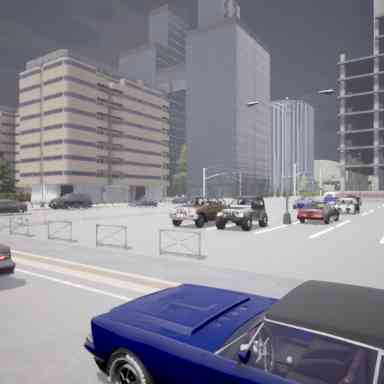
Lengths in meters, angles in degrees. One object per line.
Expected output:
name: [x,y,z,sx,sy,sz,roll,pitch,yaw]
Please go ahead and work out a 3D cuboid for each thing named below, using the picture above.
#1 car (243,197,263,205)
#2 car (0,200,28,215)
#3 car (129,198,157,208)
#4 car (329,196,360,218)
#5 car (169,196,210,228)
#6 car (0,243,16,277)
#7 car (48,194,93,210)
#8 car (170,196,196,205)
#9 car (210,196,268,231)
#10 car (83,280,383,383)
car: [11.338,1.600,61.962,1.895,1.301,4.718,0,0,35]
car: [-18.001,1.504,31.158,1.837,1.490,4.892,0,0,34]
car: [-6.898,1.526,47.670,1.812,1.442,4.674,0,0,34]
car: [15.019,1.395,32.246,1.970,1.475,3.806,0,0,34]
car: [0.626,1.153,20.959,1.932,1.855,4.605,0,0,34]
car: [-6.743,1.547,8.721,5.357,1.411,2.033,0,0,35]
car: [-15.101,1.221,41.758,2.150,2.045,5.566,0,0,34]
car: [-1.627,1.547,61.666,2.033,1.411,5.357,0,0,34]
car: [2.993,1.156,19.293,1.905,1.878,3.866,0,0,34]
car: [1.101,1.601,3.204,4.718,1.301,1.895,0,0,35]
